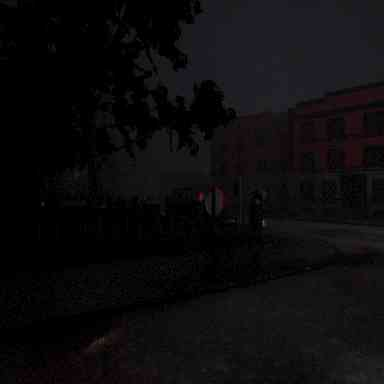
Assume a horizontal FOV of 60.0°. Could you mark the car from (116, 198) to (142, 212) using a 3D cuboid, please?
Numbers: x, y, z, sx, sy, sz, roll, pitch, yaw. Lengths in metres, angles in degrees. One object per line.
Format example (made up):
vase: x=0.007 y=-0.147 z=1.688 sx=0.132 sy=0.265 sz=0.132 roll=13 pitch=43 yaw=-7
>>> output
car: x=-7.236 y=1.484 z=38.223 sx=1.882 sy=1.535 sz=5.008 roll=0 pitch=0 yaw=-35

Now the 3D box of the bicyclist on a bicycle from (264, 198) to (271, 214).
bicyclist on a bicycle: x=7.141 y=1.358 z=32.512 sx=1.656 sy=1.620 sz=0.582 roll=0 pitch=0 yaw=-35

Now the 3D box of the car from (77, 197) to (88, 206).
car: x=-16.435 y=1.532 z=51.282 sx=1.812 sy=1.442 sz=4.674 roll=0 pitch=0 yaw=-35

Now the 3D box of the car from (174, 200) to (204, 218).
car: x=-0.289 y=1.511 z=28.468 sx=1.837 sy=1.490 sz=4.892 roll=0 pitch=0 yaw=-35
